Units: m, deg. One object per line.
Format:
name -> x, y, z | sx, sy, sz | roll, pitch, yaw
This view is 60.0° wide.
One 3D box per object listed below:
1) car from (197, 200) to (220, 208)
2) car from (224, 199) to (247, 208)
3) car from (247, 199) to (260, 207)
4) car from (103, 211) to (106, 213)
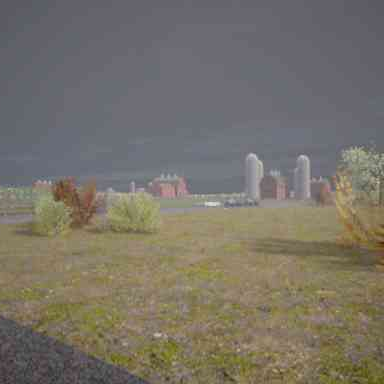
car -> 2.911, 2.088, 58.424 | 1.895, 1.301, 4.718 | -1, -1, 36
car -> 7.342, 1.994, 58.469 | 1.812, 1.442, 4.674 | -1, -1, 36
car -> 11.486, 2.073, 64.284 | 1.812, 1.442, 4.674 | -1, -1, 36
car -> -11.739, 1.761, 38.193 | 2.033, 1.411, 5.357 | -1, -1, 36
